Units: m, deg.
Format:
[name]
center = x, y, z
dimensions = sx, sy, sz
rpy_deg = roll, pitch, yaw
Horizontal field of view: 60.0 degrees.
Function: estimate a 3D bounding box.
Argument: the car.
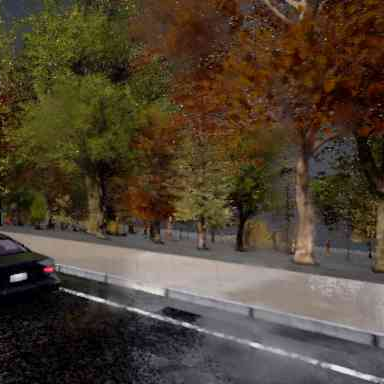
[car]
center = -5.095, 1.552, 7.317
dimensions = 5.357, 1.411, 2.033
rpy_deg = 0, 0, 35
